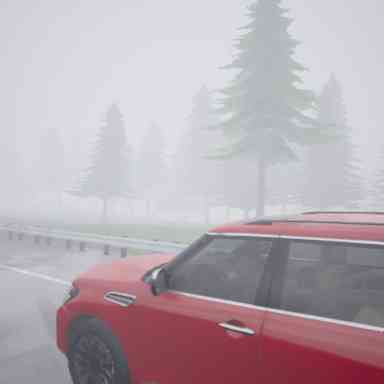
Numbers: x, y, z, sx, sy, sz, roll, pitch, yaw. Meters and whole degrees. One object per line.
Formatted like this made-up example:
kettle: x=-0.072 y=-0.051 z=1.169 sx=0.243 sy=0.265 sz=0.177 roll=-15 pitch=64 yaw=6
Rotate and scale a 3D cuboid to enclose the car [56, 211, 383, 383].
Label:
car: x=1.019 y=1.222 z=3.265 sx=5.566 sy=2.045 sz=2.150 roll=0 pitch=0 yaw=35
